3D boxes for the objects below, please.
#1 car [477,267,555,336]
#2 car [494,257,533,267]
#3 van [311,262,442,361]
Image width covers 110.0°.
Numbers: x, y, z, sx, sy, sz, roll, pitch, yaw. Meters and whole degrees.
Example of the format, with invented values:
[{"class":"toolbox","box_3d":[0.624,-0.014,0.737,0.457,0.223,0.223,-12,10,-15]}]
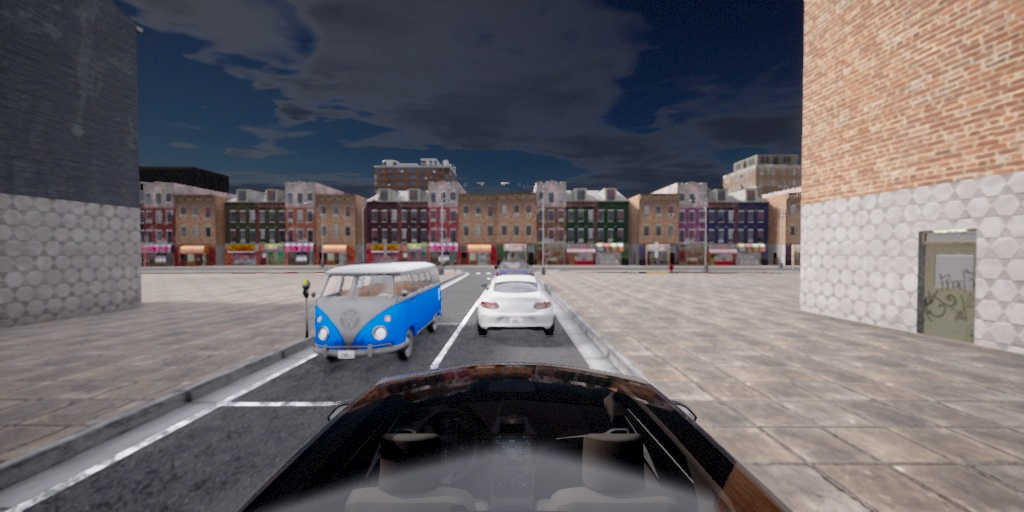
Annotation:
[{"class":"car","box_3d":[0.092,1.195,9.959,1.812,1.442,4.674,0,1,0]},{"class":"car","box_3d":[0.075,0.932,19.281,2.097,1.767,4.553,0,1,0]},{"class":"van","box_3d":[-2.646,1.031,7.828,1.690,1.789,3.998,0,0,0]}]
